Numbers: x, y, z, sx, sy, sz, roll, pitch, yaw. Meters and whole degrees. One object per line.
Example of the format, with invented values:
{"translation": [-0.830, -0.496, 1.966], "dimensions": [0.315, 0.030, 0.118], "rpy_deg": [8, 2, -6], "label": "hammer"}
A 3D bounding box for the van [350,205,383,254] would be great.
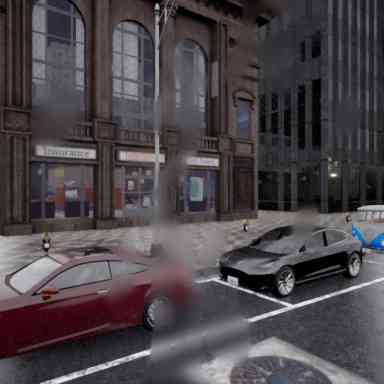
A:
{"translation": [7.252, 1.341, 11.787], "dimensions": [3.998, 1.788, 1.690], "rpy_deg": [0, 0, -35], "label": "van"}

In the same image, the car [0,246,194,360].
{"translation": [-1.912, 1.582, 5.284], "dimensions": [4.206, 1.307, 1.802], "rpy_deg": [0, 0, -35], "label": "car"}

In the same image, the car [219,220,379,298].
{"translation": [2.670, 1.566, 8.535], "dimensions": [4.313, 1.339, 1.947], "rpy_deg": [0, 0, -35], "label": "car"}
